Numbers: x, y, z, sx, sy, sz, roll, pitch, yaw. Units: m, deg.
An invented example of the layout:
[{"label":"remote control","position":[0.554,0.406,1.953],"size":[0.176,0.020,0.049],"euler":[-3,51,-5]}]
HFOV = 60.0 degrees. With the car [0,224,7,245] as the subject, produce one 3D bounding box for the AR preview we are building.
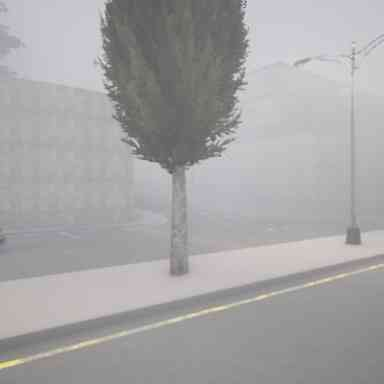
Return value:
[{"label":"car","position":[-9.425,1.548,11.366],"size":[5.357,1.411,2.033],"euler":[0,0,-35]}]
